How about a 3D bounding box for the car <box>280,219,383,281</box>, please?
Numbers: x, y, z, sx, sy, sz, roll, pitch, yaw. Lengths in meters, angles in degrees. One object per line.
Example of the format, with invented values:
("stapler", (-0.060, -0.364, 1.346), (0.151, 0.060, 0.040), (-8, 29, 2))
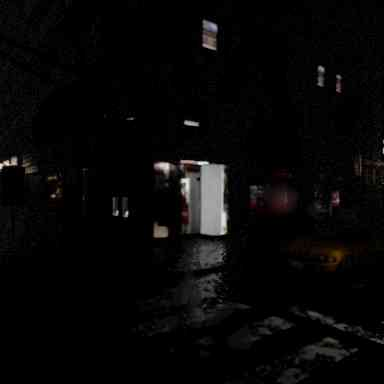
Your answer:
("car", (4.636, 1.518, 9.860), (4.829, 1.417, 1.752), (0, 1, -36))
